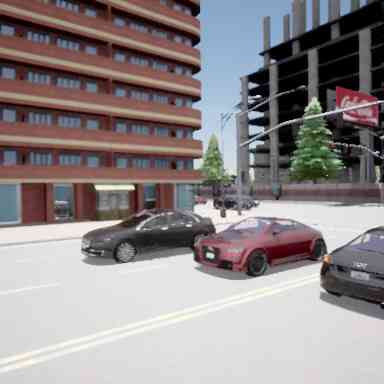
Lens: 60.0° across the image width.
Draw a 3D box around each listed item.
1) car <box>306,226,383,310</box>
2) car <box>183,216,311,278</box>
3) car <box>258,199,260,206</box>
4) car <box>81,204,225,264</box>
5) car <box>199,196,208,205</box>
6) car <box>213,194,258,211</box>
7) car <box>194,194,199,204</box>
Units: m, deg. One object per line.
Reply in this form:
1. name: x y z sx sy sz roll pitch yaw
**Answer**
1. car: 4.628 1.428 7.109 4.181 1.385 1.994 -1 1 -36
2. car: 2.091 1.436 9.833 4.181 1.385 1.994 -1 1 -36
3. car: 5.728 1.018 38.665 2.128 1.511 4.902 -1 1 -37
4. car: -1.351 1.406 11.667 4.892 1.490 1.837 -1 1 -36
5. car: 0.220 1.053 46.225 1.812 1.442 4.674 -1 1 -36
6. car: 4.212 1.092 34.810 1.837 1.490 4.892 -1 1 -36
7. car: -1.965 0.810 43.267 2.150 2.045 5.566 -1 1 -37
